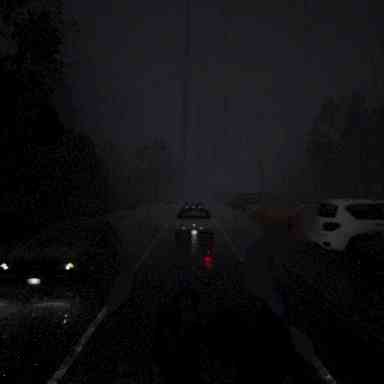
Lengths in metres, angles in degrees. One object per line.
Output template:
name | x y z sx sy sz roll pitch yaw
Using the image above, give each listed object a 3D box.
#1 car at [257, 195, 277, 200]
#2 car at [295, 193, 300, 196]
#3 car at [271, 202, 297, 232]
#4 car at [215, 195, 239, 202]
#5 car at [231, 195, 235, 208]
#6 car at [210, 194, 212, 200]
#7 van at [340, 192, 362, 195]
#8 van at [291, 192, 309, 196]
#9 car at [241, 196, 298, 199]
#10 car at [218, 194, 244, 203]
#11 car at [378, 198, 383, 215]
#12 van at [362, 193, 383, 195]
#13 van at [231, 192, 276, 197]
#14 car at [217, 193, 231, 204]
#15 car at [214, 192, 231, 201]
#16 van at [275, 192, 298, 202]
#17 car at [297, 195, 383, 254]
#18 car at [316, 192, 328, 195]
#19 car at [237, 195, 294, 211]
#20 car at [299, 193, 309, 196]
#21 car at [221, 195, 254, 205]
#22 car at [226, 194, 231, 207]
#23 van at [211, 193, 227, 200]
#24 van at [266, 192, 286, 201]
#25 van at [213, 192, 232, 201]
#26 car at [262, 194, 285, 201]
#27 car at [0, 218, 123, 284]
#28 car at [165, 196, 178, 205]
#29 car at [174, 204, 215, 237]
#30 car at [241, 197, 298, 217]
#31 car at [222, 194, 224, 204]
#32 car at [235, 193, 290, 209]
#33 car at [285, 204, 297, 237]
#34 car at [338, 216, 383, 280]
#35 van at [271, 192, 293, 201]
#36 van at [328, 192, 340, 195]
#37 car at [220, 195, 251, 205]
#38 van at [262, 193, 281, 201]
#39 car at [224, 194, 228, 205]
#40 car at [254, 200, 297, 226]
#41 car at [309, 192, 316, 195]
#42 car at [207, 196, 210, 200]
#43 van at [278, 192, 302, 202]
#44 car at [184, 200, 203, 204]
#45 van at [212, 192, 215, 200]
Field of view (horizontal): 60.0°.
car | 20.550 1.504 91.573 5.008 1.535 2.097 0 -1 0
car | 20.275 1.334 55.709 4.674 1.452 2.002 0 0 0
car | 6.893 1.454 16.941 4.892 1.521 2.231 0 1 0
car | 7.305 1.326 69.676 4.674 1.452 2.002 0 0 0
car | 7.069 1.352 36.362 4.792 1.488 2.163 0 0 0
car | 7.374 1.029 75.228 5.566 2.045 2.435 0 0 0
van | 20.257 1.086 38.962 4.442 1.987 1.878 0 0 0
van | 20.411 1.065 58.478 4.442 1.987 1.878 0 0 0
car | 7.160 1.350 28.041 5.366 1.575 1.946 0 0 0
car | 7.206 1.170 61.348 4.553 1.767 2.185 0 0 0
car | 20.104 1.360 30.655 4.792 1.488 2.163 0 0 0
van | 19.988 1.095 33.408 4.442 1.987 1.878 0 0 0
van | 7.178 1.094 39.138 4.442 1.987 1.878 0 0 0
car | 6.964 1.305 50.245 5.366 1.575 1.946 0 0 0
car | 7.029 1.296 58.573 5.366 1.575 1.946 0 0 0
van | 20.519 1.050 72.203 4.442 1.987 1.878 0 0 0
car | 6.871 1.256 11.386 5.566 2.045 2.435 0 1 0
car | 20.156 1.055 44.502 5.566 2.045 2.435 0 0 0
car | 6.990 1.339 30.810 4.892 1.521 2.231 0 0 0
car | 20.244 1.297 52.814 5.008 1.535 2.097 0 0 0
car | 7.178 1.306 53.019 4.892 1.521 2.231 0 0 0
car | 7.055 1.346 41.915 4.792 1.488 2.163 0 0 0
van | 7.616 1.330 94.642 4.442 1.987 1.878 0 -1 0
van | 20.351 1.112 80.499 4.442 1.987 1.878 0 -1 0
van | 7.273 1.122 80.764 4.442 1.987 1.878 0 -1 0
car | 20.305 1.377 83.264 5.366 1.575 1.946 0 -1 0
car | -3.350 1.498 9.720 2.033 1.411 5.357 0 0 0
car | -3.169 1.354 53.096 2.033 1.411 5.357 0 0 1
car | 0.107 1.515 17.284 1.895 1.301 4.718 0 0 0
car | 6.768 1.370 25.391 5.366 1.575 1.946 0 1 0
car | 7.098 1.340 47.467 4.792 1.488 2.163 0 0 0
car | 7.049 1.203 33.588 4.553 1.767 2.185 0 0 0
car | 7.050 1.477 14.164 5.366 1.575 1.946 0 1 0
car | 6.826 1.535 8.613 5.008 1.535 2.097 0 1 0
van | 20.309 1.047 75.108 4.442 1.987 1.878 0 0 0
van | 20.045 1.083 41.734 4.442 1.987 1.878 0 0 0
car | 7.187 1.303 55.795 4.892 1.521 2.231 0 0 0
van | 20.629 1.195 86.036 4.442 1.987 1.878 0 -1 0
car | 7.076 1.343 44.691 4.792 1.488 2.163 0 0 0
car | 6.723 1.423 19.718 5.366 1.575 1.946 0 1 0
car | 20.178 1.052 47.272 5.566 2.045 2.435 0 0 0
car | 7.483 1.514 91.863 5.008 1.535 2.097 0 -1 0
van | 20.498 1.053 69.558 4.442 1.987 1.878 0 0 0
car | 0.149 1.453 33.248 1.895 1.301 4.718 0 0 0
van | 7.208 1.057 72.453 4.442 1.987 1.878 0 0 0
